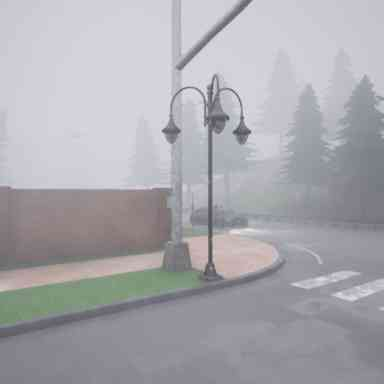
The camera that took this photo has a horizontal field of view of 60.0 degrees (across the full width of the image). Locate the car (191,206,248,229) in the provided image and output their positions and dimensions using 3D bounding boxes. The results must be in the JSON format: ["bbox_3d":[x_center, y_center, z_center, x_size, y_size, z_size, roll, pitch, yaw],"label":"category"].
[{"bbox_3d":[1.694,1.598,21.689,1.994,1.385,4.181,0,1,-34],"label":"car"}]
